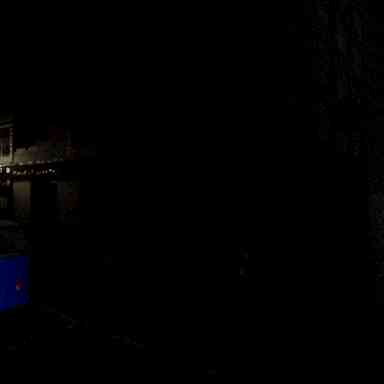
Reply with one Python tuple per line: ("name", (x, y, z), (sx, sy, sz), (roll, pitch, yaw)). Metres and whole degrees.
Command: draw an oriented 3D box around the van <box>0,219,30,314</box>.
("van", (-4.731, 1.329, 6.247), (3.998, 1.788, 1.690), (0, 0, 35))
